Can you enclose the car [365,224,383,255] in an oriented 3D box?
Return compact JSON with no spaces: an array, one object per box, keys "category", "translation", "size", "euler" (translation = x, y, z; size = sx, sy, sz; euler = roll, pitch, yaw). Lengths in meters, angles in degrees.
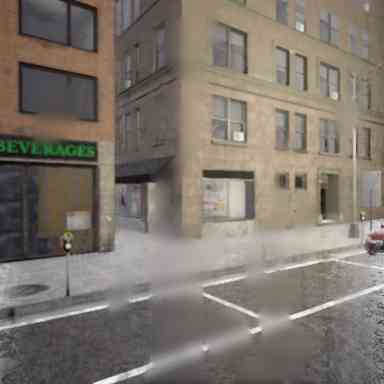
[{"category":"car","translation":[7.822,1.535,11.774],"size":[4.206,1.307,1.802],"euler":[0,0,-36]}]
